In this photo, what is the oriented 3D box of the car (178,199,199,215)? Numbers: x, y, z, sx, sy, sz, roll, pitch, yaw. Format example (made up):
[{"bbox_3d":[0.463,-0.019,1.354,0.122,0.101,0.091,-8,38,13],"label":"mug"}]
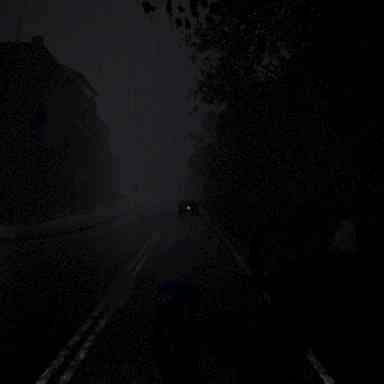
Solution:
[{"bbox_3d":[-0.353,1.355,31.462,1.994,1.385,4.181,0,1,-2],"label":"car"}]
